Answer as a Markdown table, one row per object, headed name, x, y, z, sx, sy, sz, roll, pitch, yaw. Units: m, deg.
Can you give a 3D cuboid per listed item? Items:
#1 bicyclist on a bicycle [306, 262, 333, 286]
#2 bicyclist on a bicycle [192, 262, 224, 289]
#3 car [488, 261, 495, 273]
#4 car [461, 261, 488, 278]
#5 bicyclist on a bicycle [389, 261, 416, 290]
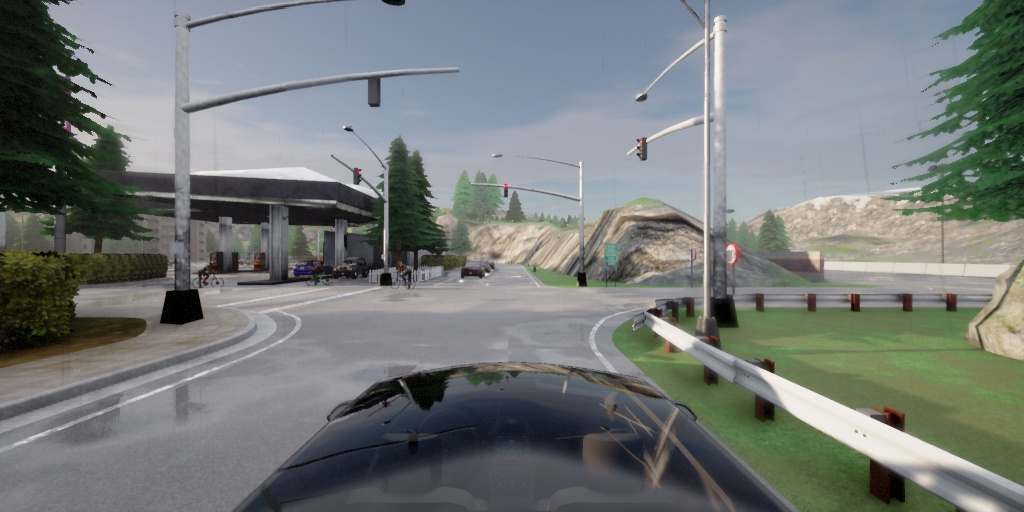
| name | x | y | z | sx | sy | sz | roll | pitch | yaw |
| --- | --- | --- | --- | --- | --- | --- | --- | --- | --- |
| bicyclist on a bicycle | -13.076 | 1.203 | 24.352 | 1.656 | 1.620 | 0.582 | 0 | 0 | -40 |
| bicyclist on a bicycle | -18.532 | 1.190 | 21.888 | 1.656 | 1.620 | 0.582 | 0 | -1 | -15 |
| car | -3.552 | 1.297 | 43.308 | 2.033 | 1.411 | 5.357 | 0 | 0 | 0 |
| car | -3.566 | 1.228 | 33.445 | 1.882 | 1.535 | 5.008 | 0 | 0 | 0 |
| bicyclist on a bicycle | -6.283 | 1.115 | 20.565 | 1.656 | 1.620 | 0.582 | 0 | -1 | 12 |
